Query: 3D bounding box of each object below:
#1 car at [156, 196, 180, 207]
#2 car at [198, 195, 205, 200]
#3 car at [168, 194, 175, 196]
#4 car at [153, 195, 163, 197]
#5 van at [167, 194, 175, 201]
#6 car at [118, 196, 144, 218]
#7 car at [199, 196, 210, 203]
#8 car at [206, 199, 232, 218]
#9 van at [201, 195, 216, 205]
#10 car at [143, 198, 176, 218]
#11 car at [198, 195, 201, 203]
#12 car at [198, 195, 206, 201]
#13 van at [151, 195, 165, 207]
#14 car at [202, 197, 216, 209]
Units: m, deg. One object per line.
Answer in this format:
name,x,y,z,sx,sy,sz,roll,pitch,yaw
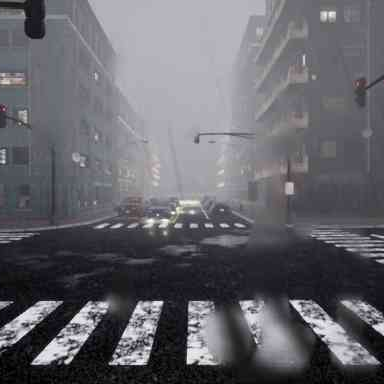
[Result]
car,-2.862,1.538,40.598,2.033,1.411,5.357,0,0,0
car,2.532,1.498,91.251,1.887,1.381,4.507,0,0,0
car,-2.858,1.511,50.860,1.812,1.442,4.674,0,0,0
car,-5.331,1.532,46.831,1.887,1.381,4.507,0,0,0
van,-5.345,1.300,85.695,1.690,1.788,3.998,0,0,0
car,-5.324,1.311,30.175,2.192,1.841,5.009,0,0,0
car,2.541,1.525,69.043,2.008,1.369,4.403,0,0,0
car,2.556,1.562,30.179,1.947,1.339,4.313,0,0,0
van,2.550,1.329,46.835,1.690,1.788,3.998,0,0,0
car,-2.861,1.543,30.496,2.033,1.411,5.357,0,0,0
car,2.545,1.421,57.938,1.967,1.590,4.097,0,0,0
car,2.534,1.504,85.699,1.887,1.381,4.507,0,0,0
van,-5.333,1.325,52.383,1.690,1.788,3.998,0,0,0
car,2.552,1.573,41.283,1.802,1.307,4.206,0,0,0
